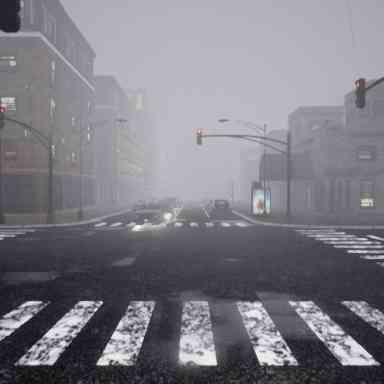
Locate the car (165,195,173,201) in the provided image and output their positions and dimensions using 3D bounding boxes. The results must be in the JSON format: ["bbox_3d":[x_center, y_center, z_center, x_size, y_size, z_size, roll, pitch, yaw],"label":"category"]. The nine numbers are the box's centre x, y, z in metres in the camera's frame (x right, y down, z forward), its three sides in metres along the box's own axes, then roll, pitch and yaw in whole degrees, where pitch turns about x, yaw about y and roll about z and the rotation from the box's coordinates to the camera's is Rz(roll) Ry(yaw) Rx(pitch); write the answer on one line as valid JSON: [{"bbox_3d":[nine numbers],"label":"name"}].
[{"bbox_3d":[-5.641,1.575,82.908,1.752,1.417,4.829,-1,0,0],"label":"car"}]

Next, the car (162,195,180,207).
[{"bbox_3d":[-3.059,1.515,48.060,1.837,1.490,4.892,0,0,0],"label":"car"}]

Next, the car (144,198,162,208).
[{"bbox_3d":[-5.663,1.561,48.899,2.008,1.369,4.403,0,0,0],"label":"car"}]

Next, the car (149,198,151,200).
[{"bbox_3d":[-5.671,1.553,37.506,2.008,1.369,4.403,0,0,0],"label":"car"}]

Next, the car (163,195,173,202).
[{"bbox_3d":[-5.646,1.482,77.381,1.967,1.590,4.097,0,0,0],"label":"car"}]

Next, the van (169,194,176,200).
[{"bbox_3d":[-5.634,1.411,94.472,1.690,1.788,3.998,-1,0,0],"label":"van"}]

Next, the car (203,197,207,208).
[{"bbox_3d":[2.714,1.588,43.209,1.802,1.307,4.206,0,0,0],"label":"car"}]

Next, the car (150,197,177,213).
[{"bbox_3d":[-3.060,1.565,36.091,1.994,1.385,4.181,0,0,2],"label":"car"}]

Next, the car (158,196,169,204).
[{"bbox_3d":[-5.652,1.552,65.819,1.752,1.417,4.829,0,0,0],"label":"car"}]

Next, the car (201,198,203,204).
[{"bbox_3d":[2.717,1.561,48.906,2.008,1.369,4.403,0,0,0],"label":"car"}]

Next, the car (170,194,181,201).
[{"bbox_3d":[-3.019,1.524,58.575,1.837,1.490,4.892,0,0,1],"label":"car"}]

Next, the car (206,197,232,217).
[{"bbox_3d":[2.705,1.439,31.815,1.967,1.590,4.097,0,0,0],"label":"car"}]

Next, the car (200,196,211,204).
[{"bbox_3d":[2.729,1.578,65.996,2.008,1.369,4.403,-1,0,0],"label":"car"}]

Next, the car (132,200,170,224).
[{"bbox_3d":[-3.082,1.539,24.880,2.033,1.411,5.357,0,0,0],"label":"car"}]
